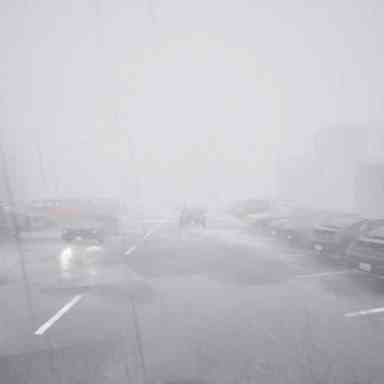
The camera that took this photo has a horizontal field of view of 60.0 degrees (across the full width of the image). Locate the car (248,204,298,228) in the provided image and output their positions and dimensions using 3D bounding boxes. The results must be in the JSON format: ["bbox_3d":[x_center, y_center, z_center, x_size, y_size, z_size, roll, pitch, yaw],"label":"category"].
[{"bbox_3d":[6.375,1.681,20.514,5.008,1.535,2.097,1,0,-20],"label":"car"}]

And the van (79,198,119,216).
[{"bbox_3d":[-10.975,1.700,39.309,4.442,1.987,1.878,-1,0,-18],"label":"van"}]

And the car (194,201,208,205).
[{"bbox_3d":[1.022,1.936,42.232,2.128,1.511,4.902,0,-1,0],"label":"car"}]

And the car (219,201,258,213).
[{"bbox_3d":[6.174,1.971,44.079,4.674,1.452,2.002,1,0,-21],"label":"car"}]

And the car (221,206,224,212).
[{"bbox_3d":[6.204,1.743,38.174,4.553,1.767,2.185,1,-1,-21],"label":"car"}]

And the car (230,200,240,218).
[{"bbox_3d":[6.317,1.775,29.329,5.008,1.535,2.097,1,0,-20],"label":"car"}]

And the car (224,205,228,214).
[{"bbox_3d":[6.286,1.867,35.242,4.792,1.488,2.163,1,-1,-20],"label":"car"}]

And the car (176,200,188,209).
[{"bbox_3d":[-1.658,2.144,55.849,1.895,1.301,4.718,0,0,-1],"label":"car"}]

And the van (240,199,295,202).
[{"bbox_3d":[6.444,1.520,26.431,4.442,1.987,1.878,1,-1,-20],"label":"van"}]

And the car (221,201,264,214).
[{"bbox_3d":[6.177,1.929,41.117,4.792,1.488,2.163,1,0,-21],"label":"car"}]

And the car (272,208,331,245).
[{"bbox_3d":[6.401,1.619,14.642,5.008,1.535,2.097,1,0,-20],"label":"car"}]

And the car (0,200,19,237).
[{"bbox_3d":[-11.391,1.410,15.306,5.566,2.045,2.435,-1,0,-19],"label":"car"}]

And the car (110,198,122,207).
[{"bbox_3d":[-10.913,1.641,36.365,5.566,2.045,2.435,-1,-1,-18],"label":"car"}]

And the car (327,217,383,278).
[{"bbox_3d":[6.401,1.558,8.775,4.892,1.521,2.231,1,-1,-20],"label":"car"}]

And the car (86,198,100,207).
[{"bbox_3d":[-11.054,1.700,30.358,4.553,1.767,2.185,-1,0,-19],"label":"car"}]

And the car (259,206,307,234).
[{"bbox_3d":[6.353,1.679,17.569,4.792,1.488,2.163,1,0,-20],"label":"car"}]

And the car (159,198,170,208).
[{"bbox_3d":[-4.794,1.893,59.630,1.882,1.535,5.008,0,1,0],"label":"car"}]

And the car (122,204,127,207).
[{"bbox_3d":[-10.783,1.957,42.343,5.008,1.535,2.097,-1,0,-19],"label":"car"}]

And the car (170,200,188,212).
[{"bbox_3d":[-1.524,1.980,46.032,2.128,1.511,4.902,0,-1,-1],"label":"car"}]

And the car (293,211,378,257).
[{"bbox_3d":[6.397,1.589,11.707,4.892,1.521,2.231,1,-1,-20],"label":"car"}]

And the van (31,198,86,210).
[{"bbox_3d":[-11.265,1.569,27.307,4.442,1.987,1.878,-1,0,-19],"label":"van"}]

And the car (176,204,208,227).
[{"bbox_3d":[0.078,1.863,25.147,1.895,1.301,4.718,0,-1,1],"label":"car"}]

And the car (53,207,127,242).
[{"bbox_3d":[-5.086,1.732,17.629,2.033,1.411,5.357,0,-1,0],"label":"car"}]

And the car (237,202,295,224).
[{"bbox_3d":[6.176,1.706,23.386,5.366,1.575,1.946,1,0,-20],"label":"car"}]

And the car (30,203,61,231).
[{"bbox_3d":[-11.283,1.729,21.338,4.892,1.521,2.231,-1,-1,-19],"label":"car"}]

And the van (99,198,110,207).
[{"bbox_3d":[-10.904,1.632,33.394,4.442,1.987,1.878,-1,-1,-19],"label":"van"}]

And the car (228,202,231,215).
[{"bbox_3d":[6.257,1.680,32.274,4.553,1.767,2.185,1,-1,-20],"label":"car"}]

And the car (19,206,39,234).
[{"bbox_3d":[-11.348,1.724,18.318,4.792,1.488,2.163,-1,0,-19],"label":"car"}]
